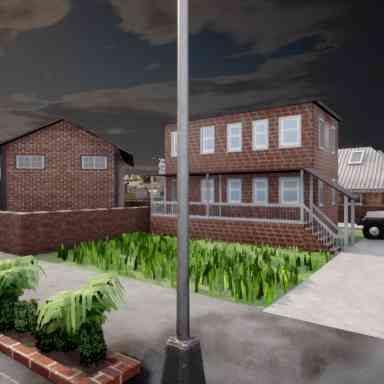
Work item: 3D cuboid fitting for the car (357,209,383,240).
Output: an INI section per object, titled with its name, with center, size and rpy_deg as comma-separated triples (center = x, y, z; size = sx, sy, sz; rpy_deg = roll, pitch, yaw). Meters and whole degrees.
[car]
center = 8.493, 0.973, 12.590
size = 3.866, 1.878, 1.905
rpy_deg = 0, 0, 36
